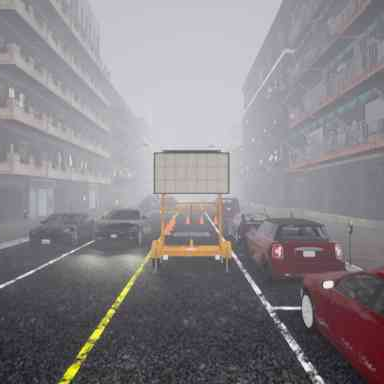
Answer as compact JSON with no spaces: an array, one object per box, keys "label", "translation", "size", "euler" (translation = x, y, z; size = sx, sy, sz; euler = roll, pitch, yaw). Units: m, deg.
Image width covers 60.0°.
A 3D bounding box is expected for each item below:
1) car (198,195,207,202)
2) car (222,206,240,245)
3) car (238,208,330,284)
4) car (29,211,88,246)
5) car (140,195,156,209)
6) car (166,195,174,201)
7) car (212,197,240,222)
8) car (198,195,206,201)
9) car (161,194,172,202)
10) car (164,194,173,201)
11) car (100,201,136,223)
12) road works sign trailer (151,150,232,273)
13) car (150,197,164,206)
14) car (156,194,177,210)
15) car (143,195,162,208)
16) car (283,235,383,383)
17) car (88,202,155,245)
[{"label":"car","translation":[2.594,1.518,77.356],"size":[1.752,1.417,4.829],"euler":[0,0,0]},{"label":"car","translation":[2.673,1.553,15.185],"size":[2.008,1.369,4.403],"euler":[0,0,0]},{"label":"car","translation":[2.680,1.442,9.549],"size":[1.967,1.590,4.097],"euler":[0,0,0]},{"label":"car","translation":[-5.708,1.568,15.177],"size":[1.947,1.339,4.313],"euler":[0,0,0]},{"label":"car","translation":[-5.744,1.441,43.361],"size":[1.967,1.590,4.097],"euler":[0,0,0]},{"label":"car","translation":[-5.801,1.534,88.452],"size":[1.887,1.381,4.507],"euler":[0,0,0]},{"label":"car","translation":[2.660,1.318,26.458],"size":[2.192,1.841,5.009],"euler":[0,0,0]},{"label":"car","translation":[2.580,1.534,88.458],"size":[1.887,1.381,4.507],"euler":[0,0,0]},{"label":"car","translation":[-5.785,1.308,77.179],"size":[2.192,1.841,5.009],"euler":[0,0,0]},{"label":"car","translation":[-5.793,1.431,82.815],"size":[1.967,1.590,4.097],"euler":[0,0,0]},{"label":"car","translation":[-5.722,1.528,26.281],"size":[1.752,1.417,4.829],"euler":[0,0,0]},{"label":"road works sign trailer","translation":[-0.013,0.466,10.679],"size":[2.380,3.560,2.880],"euler":[0,0,0]},{"label":"car","translation":[-5.759,1.581,54.634],"size":[1.802,1.307,4.206],"euler":[0,0,0]},{"label":"car","translation":[-3.054,1.353,42.651],"size":[2.097,1.767,4.553],"euler":[0,0,0]},{"label":"car","translation":[-5.750,1.315,48.997],"size":[2.192,1.841,5.009],"euler":[0,0,0]},{"label":"car","translation":[2.687,1.546,3.912],"size":[1.887,1.381,4.507],"euler":[0,0,0]},{"label":"car","translation":[-3.120,1.480,15.752],"size":[1.882,1.535,5.008],"euler":[0,0,0]}]
